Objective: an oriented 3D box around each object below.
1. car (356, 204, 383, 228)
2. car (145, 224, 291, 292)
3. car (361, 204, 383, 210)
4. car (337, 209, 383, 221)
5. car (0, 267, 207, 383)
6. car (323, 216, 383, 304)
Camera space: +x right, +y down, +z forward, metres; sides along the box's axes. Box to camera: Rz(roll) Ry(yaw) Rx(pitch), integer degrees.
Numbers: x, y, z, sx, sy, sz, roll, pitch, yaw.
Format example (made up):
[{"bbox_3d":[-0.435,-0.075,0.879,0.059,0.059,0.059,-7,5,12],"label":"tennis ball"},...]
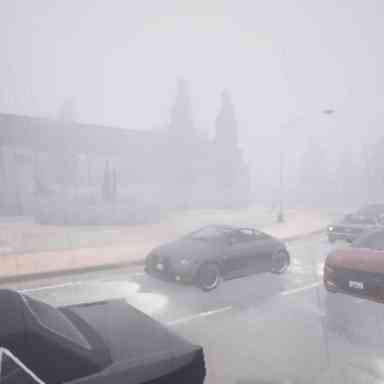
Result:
[{"bbox_3d":[13.596,1.706,25.051,2.128,1.511,4.902,0,0,24],"label":"car"},{"bbox_3d":[0.818,1.614,9.158,4.181,1.385,1.994,1,0,-37],"label":"car"},{"bbox_3d":[11.518,1.583,20.546,2.097,1.767,4.553,0,0,31],"label":"car"},{"bbox_3d":[8.083,1.734,16.097,1.895,1.301,4.718,0,0,38],"label":"car"},{"bbox_3d":[-2.273,1.597,2.410,4.718,1.301,1.895,1,0,-36],"label":"car"},{"bbox_3d":[5.074,1.551,8.107,5.008,1.535,1.882,1,0,-41],"label":"car"}]
